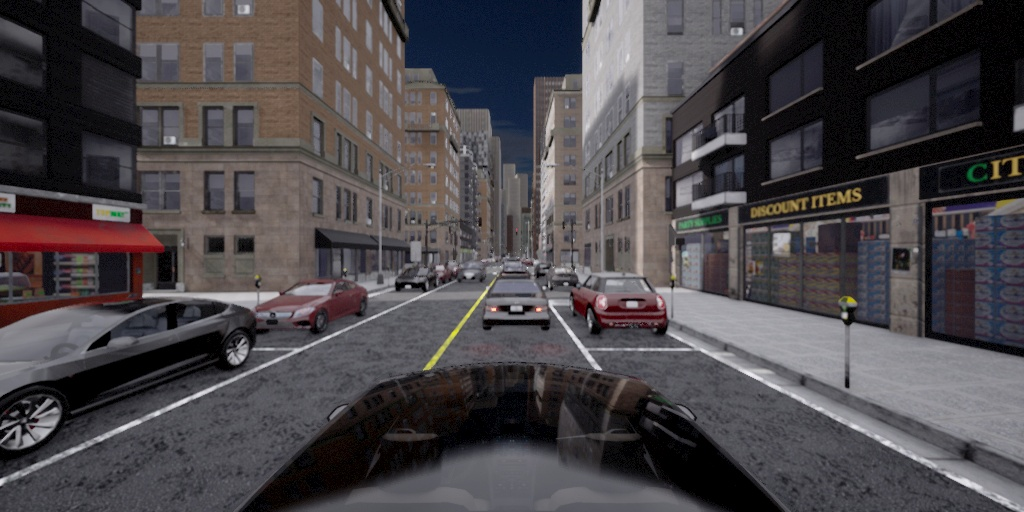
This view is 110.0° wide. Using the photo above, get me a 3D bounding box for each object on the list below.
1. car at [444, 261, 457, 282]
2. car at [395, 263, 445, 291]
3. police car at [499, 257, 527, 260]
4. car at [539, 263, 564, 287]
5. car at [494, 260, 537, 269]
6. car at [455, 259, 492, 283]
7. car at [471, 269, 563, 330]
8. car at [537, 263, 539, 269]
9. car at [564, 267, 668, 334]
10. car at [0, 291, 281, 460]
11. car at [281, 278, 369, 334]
[{"bbox_3d":[-5.589,1.300,27.043,1.802,1.307,4.207,0,0,0],"label":"car"},{"bbox_3d":[-5.607,1.290,21.541,1.948,1.339,4.313,0,0,0],"label":"car"},{"bbox_3d":[0.093,1.138,31.527,1.930,1.638,5.238,0,0,0],"label":"police car"},{"bbox_3d":[2.918,1.275,21.513,2.007,1.370,4.403,0,0,0],"label":"car"},{"bbox_3d":[0.160,1.216,21.508,2.128,1.511,4.902,0,0,0],"label":"car"},{"bbox_3d":[-2.974,1.210,27.466,2.128,1.511,4.902,0,0,1],"label":"car"},{"bbox_3d":[0.125,1.285,10.985,2.033,1.411,5.357,0,0,0],"label":"car"},{"bbox_3d":[2.954,1.278,32.516,1.948,1.339,4.313,0,0,0],"label":"car"},{"bbox_3d":[2.883,1.178,10.511,1.967,1.591,4.097,0,0,0],"label":"car"},{"bbox_3d":[-5.661,1.311,5.037,1.948,1.339,4.313,0,0,0],"label":"car"},{"bbox_3d":[-5.643,1.320,10.539,1.802,1.307,4.207,0,0,0],"label":"car"}]
